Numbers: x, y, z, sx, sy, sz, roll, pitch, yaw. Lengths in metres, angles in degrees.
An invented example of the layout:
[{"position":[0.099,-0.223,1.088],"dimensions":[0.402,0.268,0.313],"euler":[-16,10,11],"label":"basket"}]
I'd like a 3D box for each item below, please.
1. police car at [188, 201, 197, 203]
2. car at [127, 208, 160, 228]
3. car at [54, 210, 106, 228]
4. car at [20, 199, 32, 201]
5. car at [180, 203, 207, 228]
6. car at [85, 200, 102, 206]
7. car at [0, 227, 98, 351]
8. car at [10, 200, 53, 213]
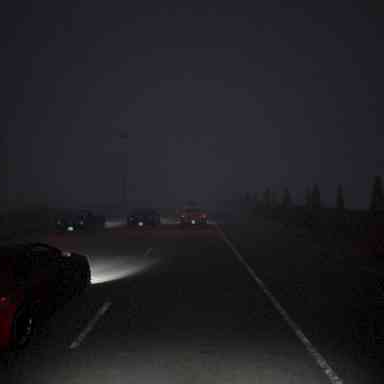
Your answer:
[{"position":[0.084,1.930,41.730],"dimensions":[2.038,1.542,4.974],"euler":[0,0,0],"label":"police car"},{"position":[-3.410,1.848,24.350],"dimensions":[1.895,1.301,4.718],"euler":[0,-1,0],"label":"car"},{"position":[-6.907,1.816,21.152],"dimensions":[1.895,1.301,4.718],"euler":[0,-1,0],"label":"car"},{"position":[-21.065,1.779,42.190],"dimensions":[2.097,1.767,4.553],"euler":[0,-1,0],"label":"car"},{"position":[0.085,1.771,24.156],"dimensions":[1.812,1.442,4.674],"euler":[0,-1,0],"label":"car"},{"position":[-17.523,2.115,59.227],"dimensions":[1.882,1.535,5.008],"euler":[0,-1,0],"label":"car"},{"position":[-3.402,1.629,6.296],"dimensions":[1.994,1.385,4.181],"euler":[0,-1,0],"label":"car"},{"position":[-14.097,1.778,29.617],"dimensions":[1.882,1.535,5.008],"euler":[0,-1,0],"label":"car"}]
